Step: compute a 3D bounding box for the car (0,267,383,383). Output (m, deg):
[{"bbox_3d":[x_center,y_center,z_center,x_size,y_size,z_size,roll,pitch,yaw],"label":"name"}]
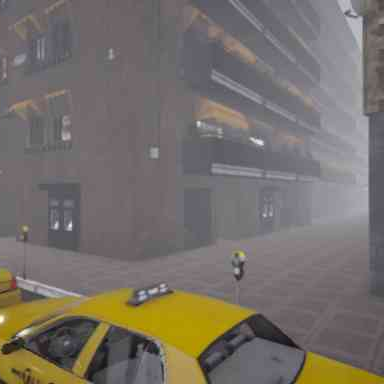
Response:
[{"bbox_3d":[-0.595,1.521,3.153,4.829,1.417,1.752,0,0,36],"label":"car"}]
